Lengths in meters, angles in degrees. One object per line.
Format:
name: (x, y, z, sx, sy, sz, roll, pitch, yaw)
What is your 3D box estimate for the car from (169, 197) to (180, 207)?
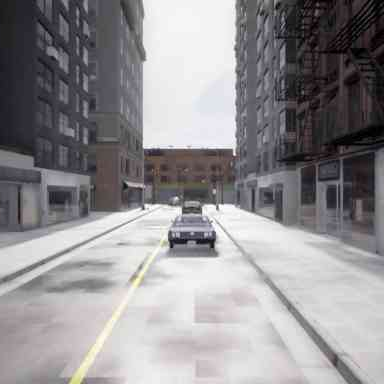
car: (-2.750, 1.616, 54.268, 2.128, 1.511, 4.902, 0, 0, 0)

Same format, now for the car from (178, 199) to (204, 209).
car: (0.000, 1.555, 29.651, 1.837, 1.490, 4.892, 0, 0, 0)

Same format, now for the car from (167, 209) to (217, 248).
car: (0.000, 1.626, 14.680, 1.895, 1.301, 4.718, 0, 0, 0)
